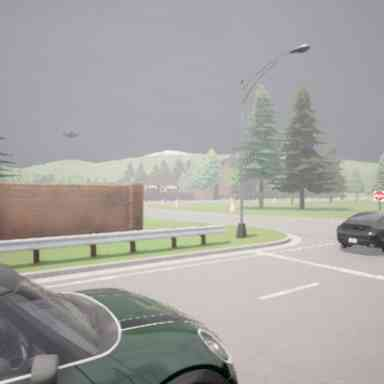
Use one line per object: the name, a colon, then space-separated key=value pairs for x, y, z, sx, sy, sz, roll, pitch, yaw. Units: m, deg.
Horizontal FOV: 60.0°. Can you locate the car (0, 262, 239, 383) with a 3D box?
car: x=-1.775 y=1.352 z=2.480 sx=4.553 sy=1.767 sz=2.097 roll=0 pitch=0 yaw=-35

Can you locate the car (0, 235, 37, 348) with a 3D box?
car: x=-4.671 y=1.559 z=4.715 sx=4.181 sy=1.385 sz=1.994 roll=0 pitch=0 yaw=-36

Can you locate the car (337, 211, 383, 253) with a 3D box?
car: x=7.907 y=1.554 z=13.689 sx=4.892 sy=1.490 sz=1.837 roll=0 pitch=0 yaw=-35
